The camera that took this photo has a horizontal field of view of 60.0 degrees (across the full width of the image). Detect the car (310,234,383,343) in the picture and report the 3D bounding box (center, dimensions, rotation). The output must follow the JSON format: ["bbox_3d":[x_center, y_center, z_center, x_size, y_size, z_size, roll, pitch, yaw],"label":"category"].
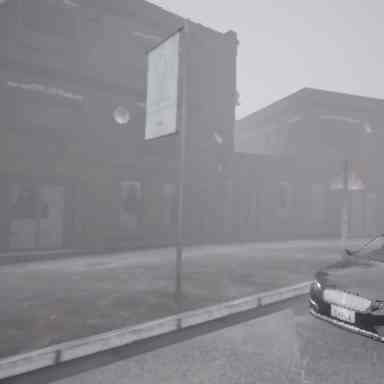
[{"bbox_3d":[4.242,1.510,6.174,4.902,1.511,2.128,0,0,-33],"label":"car"}]
